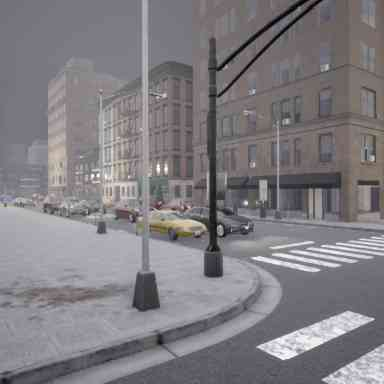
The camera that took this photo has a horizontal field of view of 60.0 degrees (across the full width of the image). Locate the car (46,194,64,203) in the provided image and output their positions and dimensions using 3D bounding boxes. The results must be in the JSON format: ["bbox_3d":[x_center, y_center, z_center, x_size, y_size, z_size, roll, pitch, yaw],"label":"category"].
[{"bbox_3d":[-27.944,1.284,67.854,2.192,1.841,5.009,0,0,-36],"label":"car"}]

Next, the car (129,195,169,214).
[{"bbox_3d":[-4.704,1.290,35.750,2.192,1.841,5.009,0,0,-36],"label":"car"}]

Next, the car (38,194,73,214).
[{"bbox_3d":[-14.525,1.328,35.631,2.192,1.841,5.009,0,0,-36],"label":"car"}]

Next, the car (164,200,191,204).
[{"bbox_3d":[-1.384,1.416,31.163,1.967,1.590,4.097,0,0,-36],"label":"car"}]

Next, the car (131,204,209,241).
[{"bbox_3d":[-1.145,1.543,17.148,1.752,1.417,4.829,0,0,-36],"label":"car"}]

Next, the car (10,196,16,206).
[{"bbox_3d":[-27.705,1.535,53.839,1.752,1.417,4.829,0,0,-36],"label":"car"}]

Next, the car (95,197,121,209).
[{"bbox_3d":[-11.443,1.498,45.061,1.752,1.417,4.829,0,0,-36],"label":"car"}]

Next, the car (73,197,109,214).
[{"bbox_3d":[-10.364,1.506,34.228,1.837,1.490,4.892,0,0,-36],"label":"car"}]

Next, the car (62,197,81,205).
[{"bbox_3d":[-21.304,1.521,58.682,2.008,1.369,4.403,0,0,-36],"label":"car"}]

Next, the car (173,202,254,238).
[{"bbox_3d":[1.224,1.510,18.186,1.837,1.490,4.892,0,0,-37],"label":"car"}]

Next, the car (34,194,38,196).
[{"bbox_3d":[-34.583,1.534,77.028,1.947,1.339,4.313,0,0,-36],"label":"car"}]

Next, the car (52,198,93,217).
[{"bbox_3d":[-11.204,1.565,31.045,2.008,1.369,4.403,0,0,-36],"label":"car"}]

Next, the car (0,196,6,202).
[{"bbox_3d":[-44.404,1.558,76.909,2.008,1.369,4.403,0,0,-36],"label":"car"}]

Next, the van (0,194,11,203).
[{"bbox_3d":[-37.765,1.349,67.735,1.690,1.788,3.998,0,0,-36],"label":"van"}]

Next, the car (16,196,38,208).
[{"bbox_3d":[-24.484,1.592,49.391,1.802,1.307,4.206,0,0,-36],"label":"car"}]

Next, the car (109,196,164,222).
[{"bbox_3d":[-4.450,1.355,26.041,2.097,1.767,4.553,0,0,-36],"label":"car"}]

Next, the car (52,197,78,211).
[{"bbox_3d":[-16.378,1.477,42.613,1.882,1.535,5.008,0,0,-36],"label":"car"}]

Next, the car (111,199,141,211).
[{"bbox_3d":[-8.024,1.540,40.337,1.947,1.339,4.313,0,0,-36],"label":"car"}]
